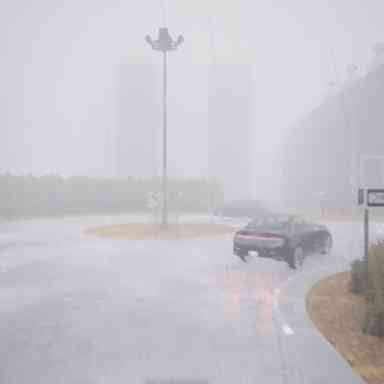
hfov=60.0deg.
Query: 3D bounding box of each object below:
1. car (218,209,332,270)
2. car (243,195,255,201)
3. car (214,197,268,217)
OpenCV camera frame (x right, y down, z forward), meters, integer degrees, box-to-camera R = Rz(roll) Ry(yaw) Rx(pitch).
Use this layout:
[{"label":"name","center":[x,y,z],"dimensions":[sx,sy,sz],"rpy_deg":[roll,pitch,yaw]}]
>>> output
[{"label":"car","center":[3.211,1.495,11.189],"dimensions":[2.128,1.511,4.902],"rpy_deg":[0,0,38]},{"label":"car","center":[12.938,1.389,76.161],"dimensions":[1.994,1.381,4.181],"rpy_deg":[0,0,-1]},{"label":"car","center":[4.079,1.349,27.978],"dimensions":[4.553,1.767,2.097],"rpy_deg":[0,0,33]}]
